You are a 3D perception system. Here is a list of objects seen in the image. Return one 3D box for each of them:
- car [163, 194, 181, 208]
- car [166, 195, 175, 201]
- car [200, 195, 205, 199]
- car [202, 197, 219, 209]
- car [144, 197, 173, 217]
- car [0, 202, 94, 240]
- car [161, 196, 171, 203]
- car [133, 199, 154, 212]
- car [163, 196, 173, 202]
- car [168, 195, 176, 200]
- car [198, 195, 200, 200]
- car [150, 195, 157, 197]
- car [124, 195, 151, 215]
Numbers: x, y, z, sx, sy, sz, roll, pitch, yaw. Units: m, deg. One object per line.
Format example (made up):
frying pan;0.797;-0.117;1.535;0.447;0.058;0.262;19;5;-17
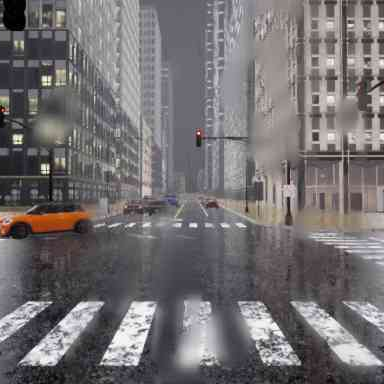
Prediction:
car;-3.104;1.242;48.807;2.150;2.045;5.566;0;0;0
car;-5.695;1.587;89.544;2.008;1.369;4.403;1;0;0
car;2.693;1.547;56.332;1.752;1.417;4.829;1;0;0
car;2.694;1.599;45.006;1.802;1.307;4.206;1;0;0
car;-3.107;1.517;32.145;1.837;1.490;4.892;0;0;0
car;-7.568;1.365;17.180;4.553;1.767;2.097;0;-1;-40
car;-5.691;1.573;72.818;1.887;1.381;4.507;1;0;0
car;-5.685;1.597;39.367;1.802;1.307;4.206;1;0;0
car;-5.692;1.582;78.393;2.008;1.369;4.403;1;0;0
car;-5.696;1.605;95.119;1.947;1.339;4.313;1;0;0
car;2.691;1.590;61.739;1.947;1.339;4.313;1;0;0
car;-5.681;1.332;44.942;2.192;1.841;5.009;1;0;0
car;-5.681;1.453;33.792;1.967;1.590;4.097;1;0;0
